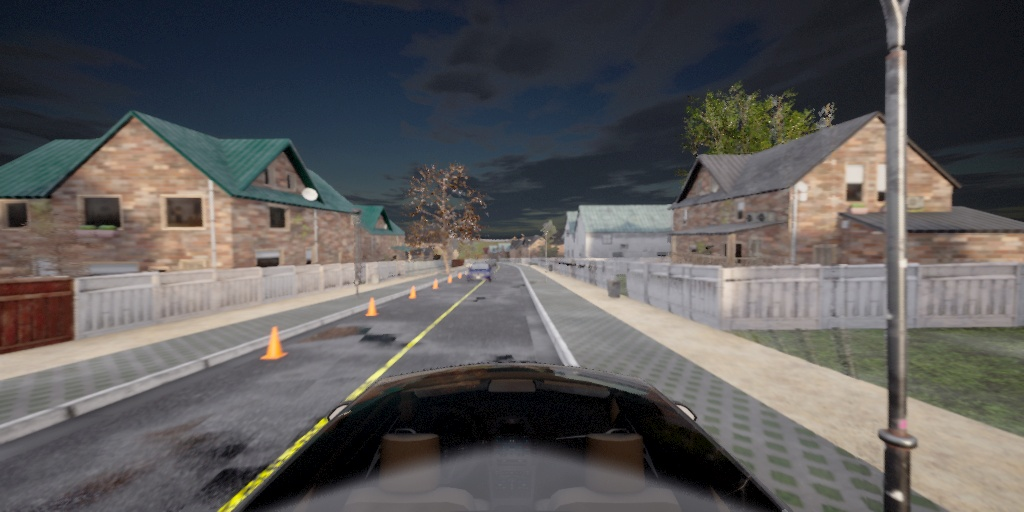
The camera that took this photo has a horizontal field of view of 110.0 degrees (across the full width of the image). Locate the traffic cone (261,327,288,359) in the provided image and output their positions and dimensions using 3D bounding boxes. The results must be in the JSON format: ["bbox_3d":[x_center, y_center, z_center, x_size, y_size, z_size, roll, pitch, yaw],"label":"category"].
[{"bbox_3d":[-4.744,1.714,7.177,0.340,0.580,0.340,0,0,0],"label":"traffic cone"}]

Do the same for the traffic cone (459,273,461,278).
[{"bbox_3d":[-4.674,1.709,32.230,0.340,0.580,0.340,0,0,0],"label":"traffic cone"}]

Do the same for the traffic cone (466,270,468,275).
[{"bbox_3d":[-4.649,1.717,37.238,0.340,0.580,0.340,0,0,0],"label":"traffic cone"}]

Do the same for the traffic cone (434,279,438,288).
[{"bbox_3d":[-4.724,1.702,22.217,0.340,0.580,0.340,0,0,0],"label":"traffic cone"}]

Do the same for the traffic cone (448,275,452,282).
[{"bbox_3d":[-4.698,1.703,27.223,0.340,0.580,0.340,0,0,0],"label":"traffic cone"}]

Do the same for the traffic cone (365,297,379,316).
[{"bbox_3d":[-4.753,1.707,12.191,0.340,0.580,0.340,0,0,0],"label":"traffic cone"}]

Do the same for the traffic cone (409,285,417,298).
[{"bbox_3d":[-4.746,1.702,17.206,0.340,0.580,0.340,0,0,0],"label":"traffic cone"}]

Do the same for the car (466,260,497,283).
[{"bbox_3d":[-2.421,1.269,28.131,1.812,1.442,4.674,0,0,0],"label":"car"}]
